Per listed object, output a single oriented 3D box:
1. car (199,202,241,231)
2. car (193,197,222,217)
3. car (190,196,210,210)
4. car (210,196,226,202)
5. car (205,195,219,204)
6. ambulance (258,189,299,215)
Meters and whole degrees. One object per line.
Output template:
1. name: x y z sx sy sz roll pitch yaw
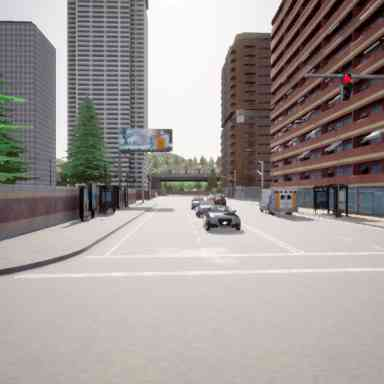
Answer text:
1. car: 1.742 1.538 20.466 1.994 1.385 4.181 0 0 -3
2. car: 1.316 1.484 30.380 1.812 1.442 4.674 0 0 -3
3. car: 0.832 1.447 41.469 1.837 1.490 4.892 0 0 -2
4. car: 4.075 1.401 50.478 1.882 1.535 5.008 0 0 -2
5. car: 3.594 1.386 60.294 1.882 1.535 5.008 0 0 -3
6. ambulance: 8.305 0.981 32.837 2.351 2.431 6.366 0 0 -3
